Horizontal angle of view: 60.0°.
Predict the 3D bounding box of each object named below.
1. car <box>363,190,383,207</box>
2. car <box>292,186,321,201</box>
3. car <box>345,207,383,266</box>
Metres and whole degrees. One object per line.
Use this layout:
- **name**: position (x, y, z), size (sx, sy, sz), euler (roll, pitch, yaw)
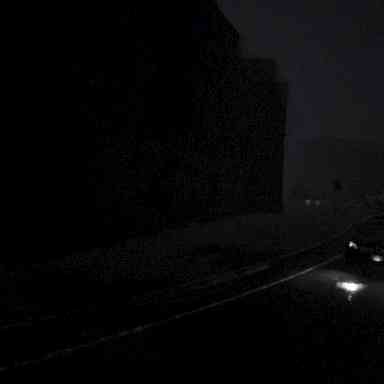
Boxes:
- **car**: position (21.282, 0.764, 37.195), size (2.150, 2.045, 5.566), euler (3, 2, 6)
- **car**: position (17.180, 0.112, 50.163), size (2.150, 2.045, 5.566), euler (4, 2, -9)
- **car**: position (6.378, 1.461, 10.604), size (1.812, 1.442, 4.674), euler (1, 1, 39)
